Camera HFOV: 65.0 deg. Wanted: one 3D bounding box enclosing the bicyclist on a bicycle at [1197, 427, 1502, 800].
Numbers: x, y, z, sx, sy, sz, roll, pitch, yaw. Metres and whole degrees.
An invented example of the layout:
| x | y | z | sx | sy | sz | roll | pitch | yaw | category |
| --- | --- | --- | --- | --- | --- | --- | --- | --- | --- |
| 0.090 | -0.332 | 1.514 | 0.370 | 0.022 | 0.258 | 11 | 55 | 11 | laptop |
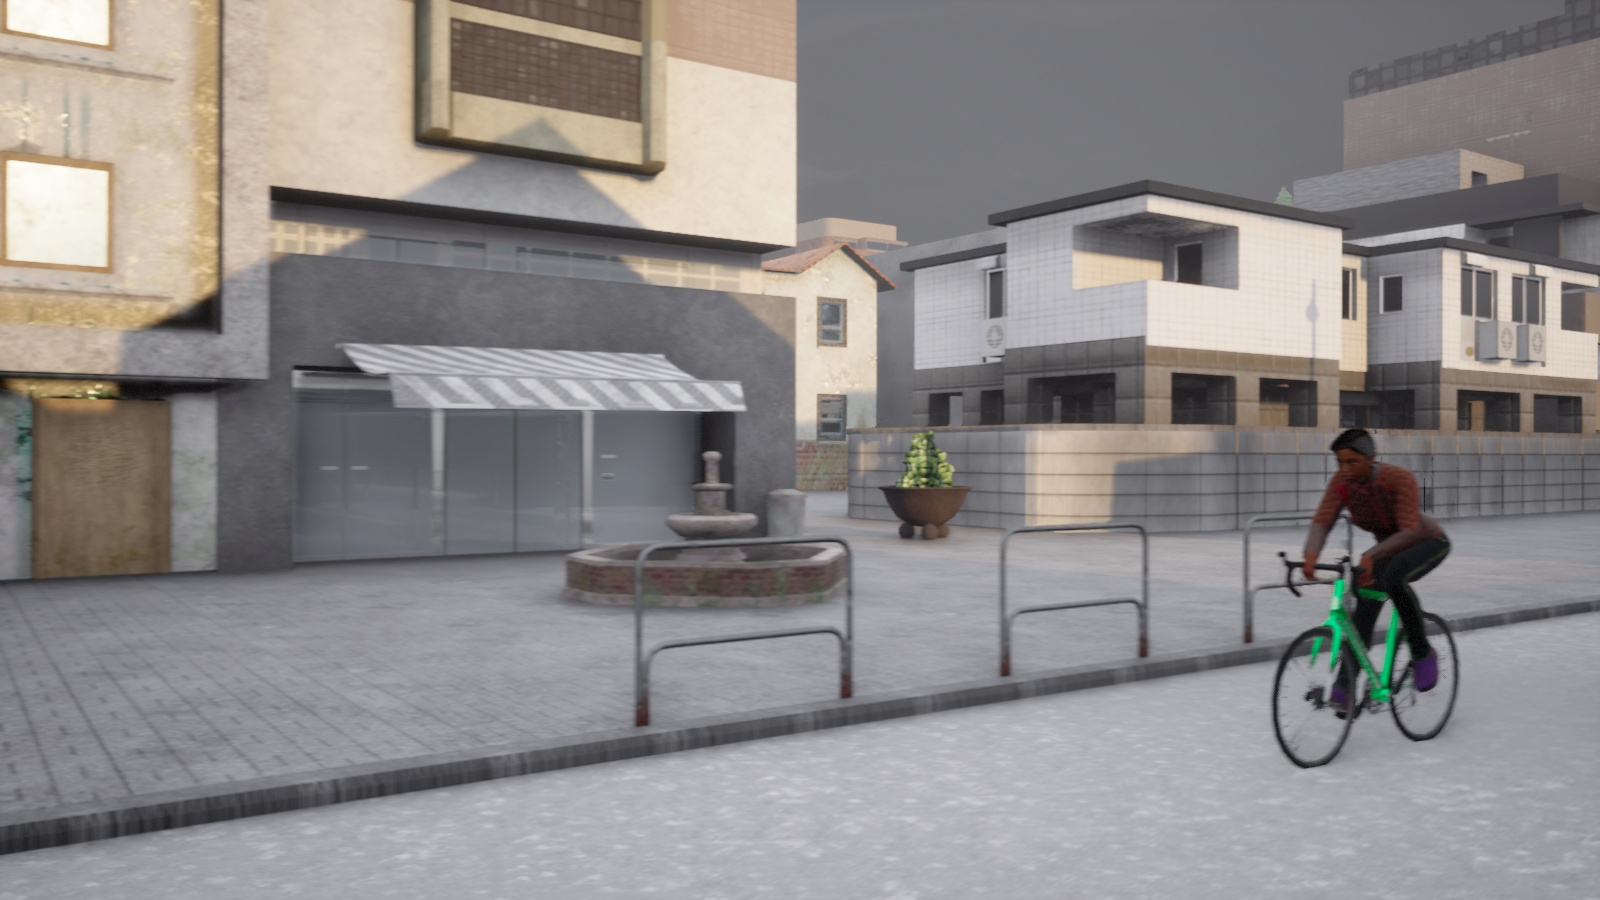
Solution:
| x | y | z | sx | sy | sz | roll | pitch | yaw | category |
| --- | --- | --- | --- | --- | --- | --- | --- | --- | --- |
| 2.725 | 0.707 | 6.164 | 1.656 | 1.620 | 0.582 | 0 | 0 | -35 | bicyclist on a bicycle |
